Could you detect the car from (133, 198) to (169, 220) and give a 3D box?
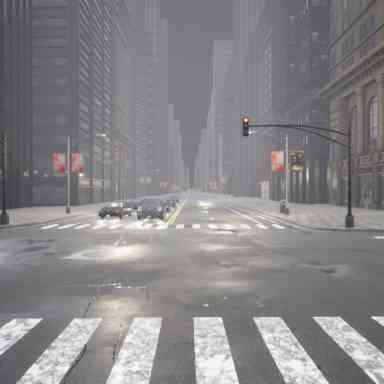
[{"bbox_3d":[-3.340,1.336,28.109,2.097,1.767,4.553,0,0,0],"label":"car"}]

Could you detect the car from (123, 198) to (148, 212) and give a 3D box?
[{"bbox_3d":[-6.586,1.521,39.465,2.033,1.411,5.357,0,0,0],"label":"car"}]

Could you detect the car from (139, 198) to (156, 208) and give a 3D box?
[{"bbox_3d":[-6.588,1.563,49.551,1.895,1.301,4.718,0,0,0],"label":"car"}]

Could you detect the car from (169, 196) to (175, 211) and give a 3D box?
[{"bbox_3d":[-3.338,1.523,37.584,2.033,1.411,5.357,0,0,0],"label":"car"}]

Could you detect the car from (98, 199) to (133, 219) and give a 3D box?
[{"bbox_3d":[-6.564,1.531,29.366,2.033,1.411,5.357,0,0,4],"label":"car"}]

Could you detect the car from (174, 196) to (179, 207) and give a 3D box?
[{"bbox_3d":[-3.341,1.529,47.482,1.994,1.385,4.181,0,0,0],"label":"car"}]
